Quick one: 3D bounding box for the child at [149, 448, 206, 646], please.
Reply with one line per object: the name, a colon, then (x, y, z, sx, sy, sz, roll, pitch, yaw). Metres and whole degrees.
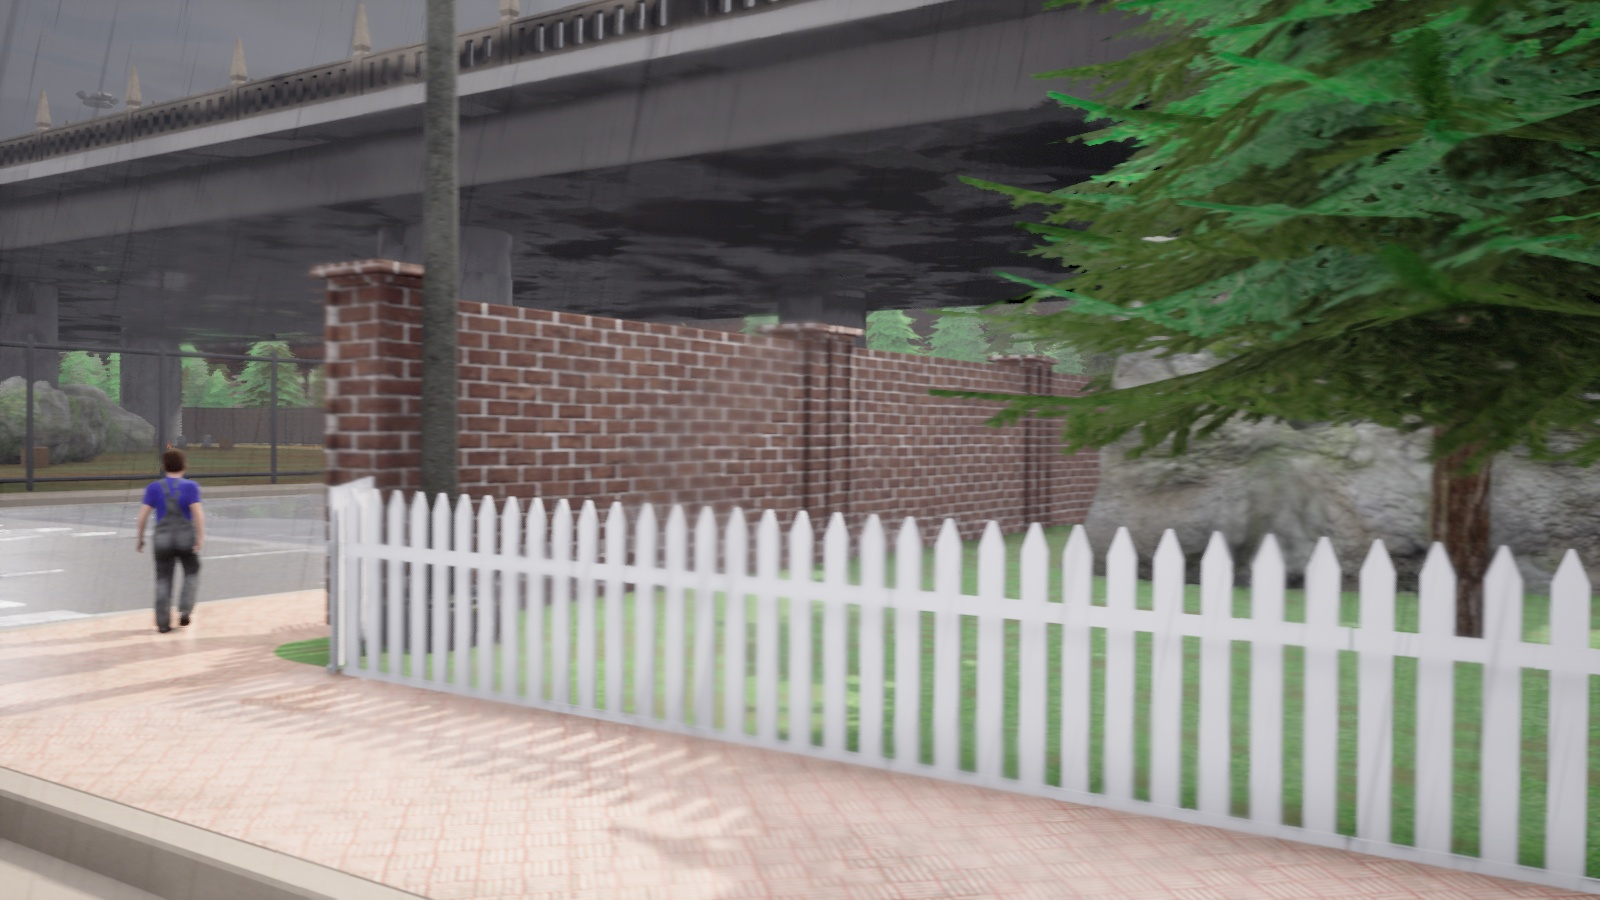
child: (-4.107, 0.623, 8.293, 0.270, 1.263, 0.437, -1, 1, -20)
